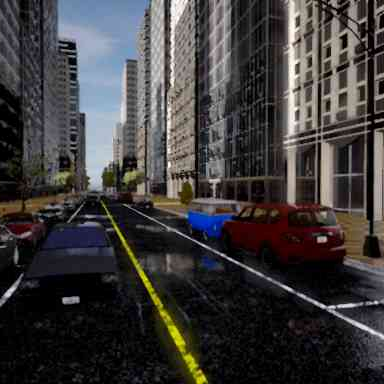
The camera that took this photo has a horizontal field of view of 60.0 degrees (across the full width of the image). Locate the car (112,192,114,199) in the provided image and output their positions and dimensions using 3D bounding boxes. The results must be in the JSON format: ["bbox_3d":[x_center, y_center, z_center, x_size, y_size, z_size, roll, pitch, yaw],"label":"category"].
[{"bbox_3d":[-16.506,0.959,75.987,1.967,1.590,4.097,-1,1,-16],"label":"car"}]

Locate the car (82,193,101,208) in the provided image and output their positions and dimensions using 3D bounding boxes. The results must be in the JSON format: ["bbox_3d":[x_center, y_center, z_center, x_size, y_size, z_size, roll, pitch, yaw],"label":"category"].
[{"bbox_3d":[-12.847,1.210,43.074,1.882,1.535,5.008,0,0,-16],"label":"car"}]

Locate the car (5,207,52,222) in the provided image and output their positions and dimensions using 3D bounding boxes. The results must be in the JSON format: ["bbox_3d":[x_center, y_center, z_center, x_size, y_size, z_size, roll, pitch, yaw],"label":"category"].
[{"bbox_3d":[-7.086,1.501,13.618,1.802,1.307,4.206,-1,1,-16],"label":"car"}]

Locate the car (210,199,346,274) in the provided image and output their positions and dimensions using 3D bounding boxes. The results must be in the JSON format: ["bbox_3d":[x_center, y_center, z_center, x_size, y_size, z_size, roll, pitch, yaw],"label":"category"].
[{"bbox_3d":[2.545,1.242,10.499,2.192,1.841,5.009,-1,1,-16],"label":"car"}]

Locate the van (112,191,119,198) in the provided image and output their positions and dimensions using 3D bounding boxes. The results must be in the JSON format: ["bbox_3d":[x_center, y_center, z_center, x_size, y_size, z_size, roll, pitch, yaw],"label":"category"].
[{"bbox_3d":[-21.270,0.755,92.358,1.690,1.788,3.998,-1,1,-16],"label":"van"}]

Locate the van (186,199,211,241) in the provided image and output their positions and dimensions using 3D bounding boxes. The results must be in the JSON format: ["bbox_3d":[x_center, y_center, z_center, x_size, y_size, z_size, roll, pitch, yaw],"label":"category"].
[{"bbox_3d":[0.958,1.235,15.956,1.690,1.788,3.998,-1,1,-16],"label":"van"}]

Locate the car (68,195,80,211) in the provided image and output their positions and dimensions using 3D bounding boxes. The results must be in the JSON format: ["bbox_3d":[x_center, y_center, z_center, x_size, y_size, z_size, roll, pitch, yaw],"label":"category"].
[{"bbox_3d":[-13.437,1.335,35.446,2.008,1.369,4.403,-1,1,-16],"label":"car"}]

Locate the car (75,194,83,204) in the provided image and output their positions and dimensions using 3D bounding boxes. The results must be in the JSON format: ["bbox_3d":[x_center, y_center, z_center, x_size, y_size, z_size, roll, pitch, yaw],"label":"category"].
[{"bbox_3d":[-16.613,1.298,46.361,1.802,1.307,4.206,-1,1,-16],"label":"car"}]

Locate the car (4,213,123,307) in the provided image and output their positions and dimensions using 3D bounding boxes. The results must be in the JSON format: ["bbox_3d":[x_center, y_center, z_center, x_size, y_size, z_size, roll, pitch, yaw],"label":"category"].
[{"bbox_3d":[-2.865,1.495,8.398,2.033,1.411,5.357,0,0,-16],"label":"car"}]

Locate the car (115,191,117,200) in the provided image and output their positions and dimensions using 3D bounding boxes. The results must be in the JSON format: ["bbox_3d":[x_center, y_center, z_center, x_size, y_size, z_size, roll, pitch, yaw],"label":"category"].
[{"bbox_3d":[-13.332,0.903,65.072,2.192,1.841,5.009,-1,1,-16],"label":"car"}]

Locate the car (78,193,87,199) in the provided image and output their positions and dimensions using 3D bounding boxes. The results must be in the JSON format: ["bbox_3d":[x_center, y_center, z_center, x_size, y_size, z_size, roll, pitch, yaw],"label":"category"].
[{"bbox_3d":[-27.727,1.026,84.562,2.008,1.369,4.403,-1,1,-16],"label":"car"}]

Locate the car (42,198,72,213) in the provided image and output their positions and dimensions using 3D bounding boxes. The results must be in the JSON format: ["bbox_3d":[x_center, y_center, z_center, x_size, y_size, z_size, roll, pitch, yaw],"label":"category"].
[{"bbox_3d":[-10.262,1.402,24.532,2.008,1.369,4.403,-1,1,-16],"label":"car"}]

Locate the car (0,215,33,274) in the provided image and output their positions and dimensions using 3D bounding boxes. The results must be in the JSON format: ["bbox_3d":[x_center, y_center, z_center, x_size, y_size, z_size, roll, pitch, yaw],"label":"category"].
[{"bbox_3d":[-5.500,1.503,8.160,2.008,1.369,4.403,-1,1,-16],"label":"car"}]

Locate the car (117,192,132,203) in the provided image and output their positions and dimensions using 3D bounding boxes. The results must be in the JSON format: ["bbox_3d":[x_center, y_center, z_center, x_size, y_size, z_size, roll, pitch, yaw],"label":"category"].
[{"bbox_3d":[-11.744,0.937,59.614,2.192,1.841,5.009,-1,1,-16],"label":"car"}]

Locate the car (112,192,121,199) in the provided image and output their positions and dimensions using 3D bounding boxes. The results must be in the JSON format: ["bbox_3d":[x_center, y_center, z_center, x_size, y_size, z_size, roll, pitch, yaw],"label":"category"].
[{"bbox_3d":[-19.682,0.890,86.902,1.967,1.590,4.097,-1,1,-16],"label":"car"}]

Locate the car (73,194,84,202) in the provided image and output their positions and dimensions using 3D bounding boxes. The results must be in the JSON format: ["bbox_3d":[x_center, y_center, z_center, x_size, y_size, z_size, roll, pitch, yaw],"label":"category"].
[{"bbox_3d":[-21.329,1.140,62.569,1.752,1.417,4.829,-1,1,-16],"label":"car"}]

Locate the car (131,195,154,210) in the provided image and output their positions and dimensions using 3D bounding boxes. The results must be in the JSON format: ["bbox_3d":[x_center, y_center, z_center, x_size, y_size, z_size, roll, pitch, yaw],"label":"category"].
[{"bbox_3d":[-5.390,1.309,37.787,2.008,1.369,4.403,-1,1,-16],"label":"car"}]

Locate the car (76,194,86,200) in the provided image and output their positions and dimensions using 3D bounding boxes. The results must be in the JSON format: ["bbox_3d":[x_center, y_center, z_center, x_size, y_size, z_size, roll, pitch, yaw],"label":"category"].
[{"bbox_3d":[-24.552,1.110,73.647,1.947,1.339,4.313,-1,1,-16],"label":"car"}]
